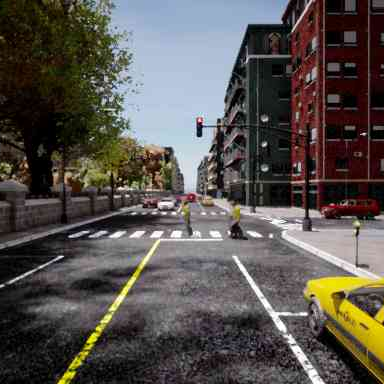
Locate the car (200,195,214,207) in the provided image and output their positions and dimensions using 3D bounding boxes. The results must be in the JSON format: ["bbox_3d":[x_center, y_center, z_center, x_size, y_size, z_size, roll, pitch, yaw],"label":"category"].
[{"bbox_3d":[2.574,1.538,52.815,1.752,1.417,4.829,0,0,0],"label":"car"}]

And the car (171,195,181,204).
[{"bbox_3d":[-3.167,1.502,67.133,1.882,1.535,5.008,0,0,0],"label":"car"}]

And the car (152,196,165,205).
[{"bbox_3d":[-5.818,1.457,58.162,1.967,1.590,4.097,0,0,0],"label":"car"}]

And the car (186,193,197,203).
[{"bbox_3d":[-0.153,1.245,72.450,2.150,2.045,5.566,0,0,0],"label":"car"}]

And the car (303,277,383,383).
[{"bbox_3d":[2.680,1.525,3.714,1.752,1.417,4.829,0,0,0],"label":"car"}]

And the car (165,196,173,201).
[{"bbox_3d":[-5.876,1.623,85.838,1.802,1.307,4.206,0,0,0],"label":"car"}]

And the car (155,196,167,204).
[{"bbox_3d":[-5.829,1.566,63.697,1.887,1.381,4.507,0,0,0],"label":"car"}]

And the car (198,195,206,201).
[{"bbox_3d":[2.504,1.586,85.856,1.887,1.381,4.507,0,0,0],"label":"car"}]

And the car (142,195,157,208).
[{"bbox_3d":[-5.794,1.324,47.091,2.192,1.841,5.009,0,0,0],"label":"car"}]

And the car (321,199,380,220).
[{"bbox_3d":[14.550,1.591,30.562,5.009,1.841,2.192,1,-1,0],"label":"car"}]

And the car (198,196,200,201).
[{"bbox_3d":[2.563,1.562,58.180,1.887,1.381,4.507,0,0,0],"label":"car"}]

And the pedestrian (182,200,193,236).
[{"bbox_3d":[-0.237,1.294,16.923,0.375,1.860,0.375,0,0,0],"label":"pedestrian"}]

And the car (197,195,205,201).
[{"bbox_3d":[2.492,1.592,91.391,1.887,1.381,4.507,0,0,0],"label":"car"}]

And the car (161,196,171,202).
[{"bbox_3d":[-5.852,1.613,74.767,1.802,1.307,4.206,0,0,0],"label":"car"}]

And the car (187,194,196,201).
[{"bbox_3d":[-0.176,1.306,82.811,2.097,1.767,4.553,0,0,0],"label":"car"}]

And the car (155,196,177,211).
[{"bbox_3d":[-3.156,1.532,41.199,1.812,1.442,4.674,0,0,-1],"label":"car"}]

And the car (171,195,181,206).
[{"bbox_3d":[-3.200,1.560,52.349,2.033,1.411,5.357,0,0,0],"label":"car"}]

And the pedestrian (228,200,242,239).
[{"bbox_3d":[2.017,1.294,15.649,0.375,1.860,0.375,0,0,0],"label":"pedestrian"}]
